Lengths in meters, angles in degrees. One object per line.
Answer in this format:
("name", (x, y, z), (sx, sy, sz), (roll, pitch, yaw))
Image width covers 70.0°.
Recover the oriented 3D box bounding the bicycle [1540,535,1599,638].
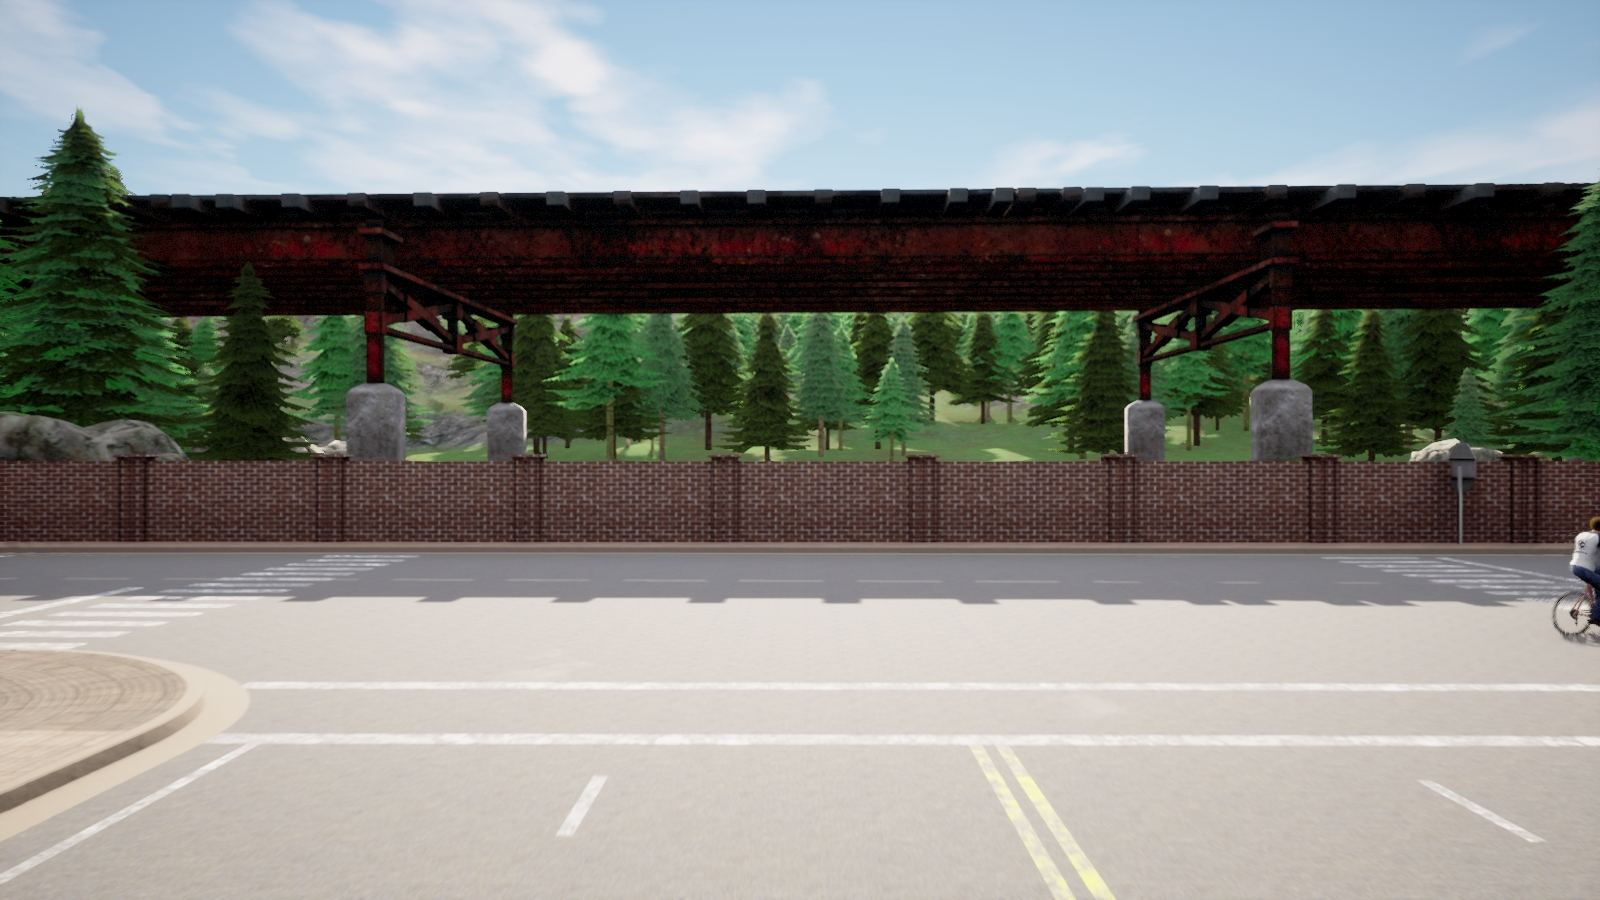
("bicycle", (12.113, 2.057, 17.273), (1.643, 1.496, 0.373), (0, 3, -7))
